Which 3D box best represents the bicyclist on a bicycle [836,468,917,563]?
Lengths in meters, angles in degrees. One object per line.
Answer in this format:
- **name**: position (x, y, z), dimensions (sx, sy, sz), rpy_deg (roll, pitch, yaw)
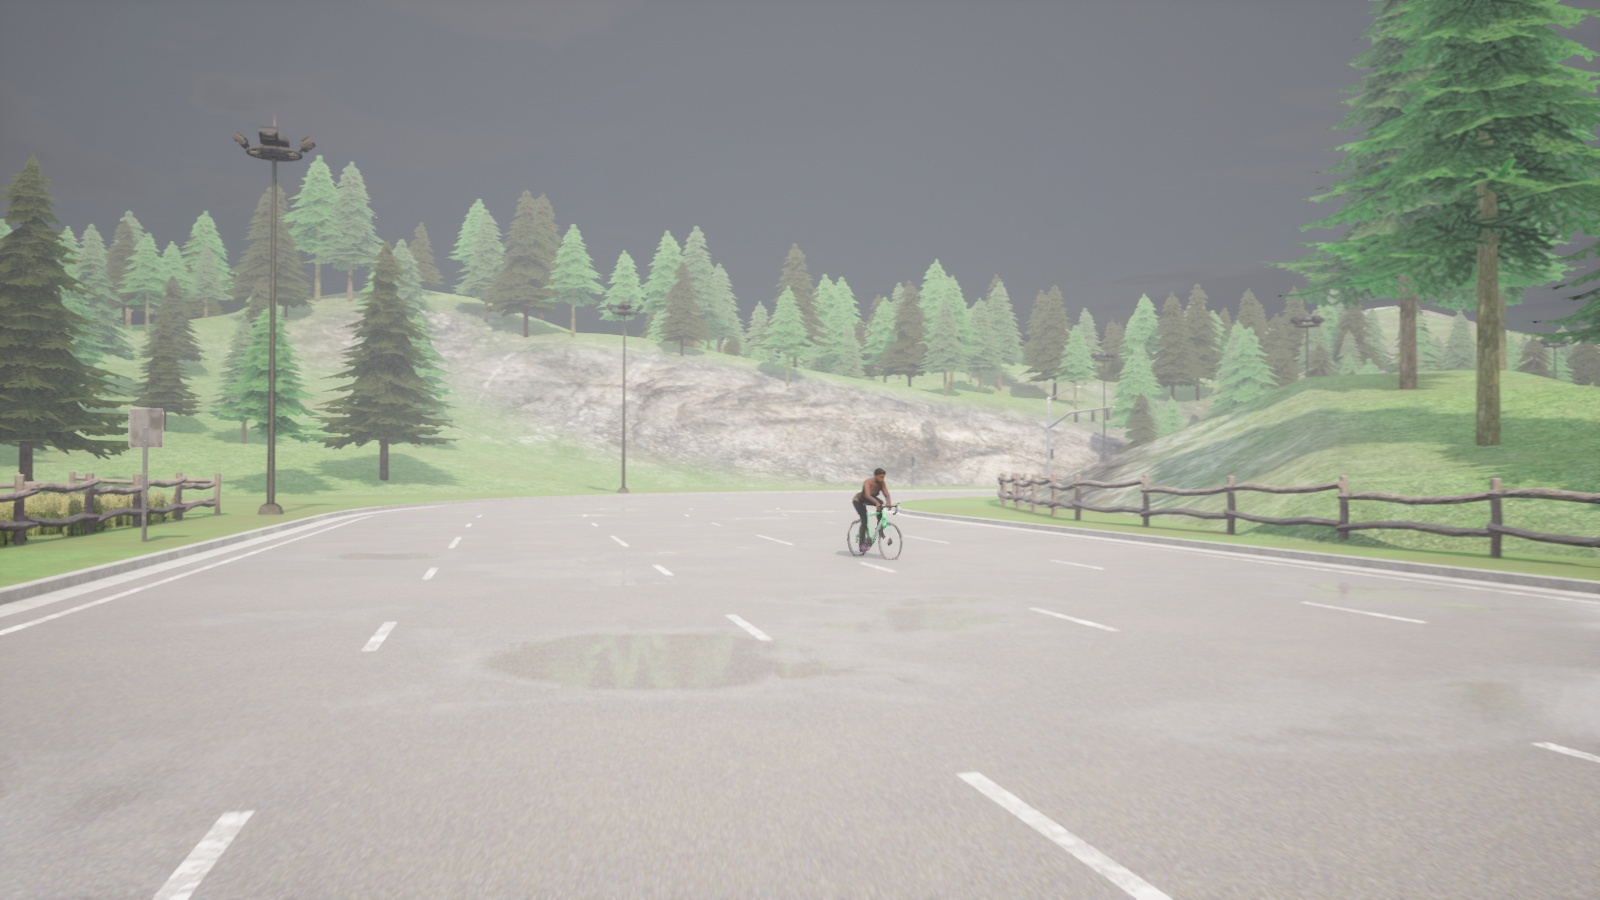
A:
- **bicyclist on a bicycle**: position (1.347, 1.136, 22.417), dimensions (0.582, 1.620, 1.656), rpy_deg (0, -1, -33)
